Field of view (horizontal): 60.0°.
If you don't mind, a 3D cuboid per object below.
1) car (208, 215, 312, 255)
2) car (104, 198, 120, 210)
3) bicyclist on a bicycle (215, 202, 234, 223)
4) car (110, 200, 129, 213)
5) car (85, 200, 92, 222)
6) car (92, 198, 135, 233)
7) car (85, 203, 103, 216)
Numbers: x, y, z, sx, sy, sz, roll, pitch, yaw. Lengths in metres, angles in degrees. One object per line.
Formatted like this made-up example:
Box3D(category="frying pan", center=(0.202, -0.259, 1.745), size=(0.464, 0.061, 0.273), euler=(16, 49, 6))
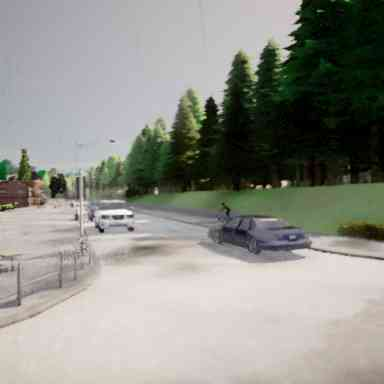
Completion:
Box3D(category="car", center=(2.560, 1.665, 13.930), size=(2.033, 1.411, 5.357), euler=(-1, -1, -23))
Box3D(category="car", center=(-14.408, 2.106, 59.499), size=(2.150, 2.045, 5.566), euler=(-1, -1, -21))
Box3D(category="bicyclist on a bicycle", center=(2.539, 1.594, 25.528), size=(1.656, 1.620, 0.582), euler=(-1, -1, -20))
Box3D(category="car", center=(-10.933, 2.078, 50.041), size=(2.097, 1.767, 4.553), euler=(-1, -1, -20))
Box3D(category="car", center=(-8.944, 1.725, 32.448), size=(2.150, 2.045, 5.566), euler=(-1, -1, -20))
Box3D(category="car", center=(-5.366, 1.561, 22.708), size=(2.150, 2.045, 5.566), euler=(-1, -1, -20))
Box3D(category="car", center=(-12.527, 2.172, 42.283), size=(1.837, 1.490, 4.892), euler=(-1, -1, -20))
